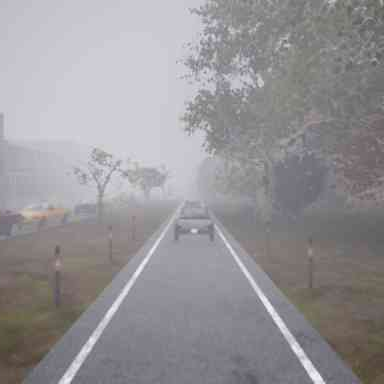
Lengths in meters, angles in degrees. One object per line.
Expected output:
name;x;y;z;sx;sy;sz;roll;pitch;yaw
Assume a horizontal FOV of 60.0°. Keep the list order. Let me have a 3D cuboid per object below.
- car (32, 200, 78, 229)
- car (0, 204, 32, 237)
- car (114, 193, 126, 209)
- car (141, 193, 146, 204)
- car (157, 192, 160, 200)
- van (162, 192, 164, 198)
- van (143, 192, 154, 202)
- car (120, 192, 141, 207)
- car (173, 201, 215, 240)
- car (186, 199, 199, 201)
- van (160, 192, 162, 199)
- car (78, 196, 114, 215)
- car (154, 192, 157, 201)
car;-9.026;1.256;20.059;1.946;1.575;5.366;0;0;2
car;-9.010;1.286;13.677;2.097;1.535;5.008;0;0;2
car;-9.042;1.215;35.859;2.097;1.535;5.008;0;0;2
car;-9.064;1.251;52.489;2.002;1.452;4.674;0;0;0
car;-9.094;1.202;74.656;2.163;1.488;4.792;0;-1;-2
van;-9.273;0.930;91.118;1.878;1.987;4.442;0;-1;-2
van;-9.085;0.978;63.459;1.878;1.987;4.442;0;0;2
car;-9.054;0.980;45.743;2.435;2.045;5.566;0;0;1
car;0.096;1.445;16.657;2.128;1.511;4.902;0;0;0
car;0.092;1.436;39.186;1.895;1.301;4.718;0;0;0
van;-9.106;0.941;81.168;1.878;1.987;4.442;0;-1;-3
car;-9.033;1.237;30.311;2.097;1.535;5.008;0;0;2
car;-9.087;1.177;69.145;2.231;1.521;4.892;0;-1;-2
